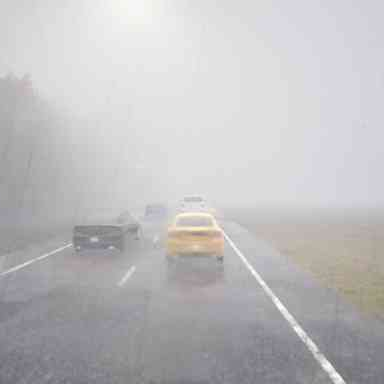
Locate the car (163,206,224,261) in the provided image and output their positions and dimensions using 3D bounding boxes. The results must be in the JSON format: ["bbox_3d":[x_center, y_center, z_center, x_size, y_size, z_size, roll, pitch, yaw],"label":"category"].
[{"bbox_3d":[0.096,1.511,12.503,1.882,1.535,5.008,0,0,0],"label":"car"}]

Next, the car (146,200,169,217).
[{"bbox_3d":[-3.395,1.567,32.851,1.882,1.535,5.008,0,0,0],"label":"car"}]

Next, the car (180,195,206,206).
[{"bbox_3d":[0.103,1.304,30.427,2.150,2.045,5.566,0,0,0],"label":"car"}]

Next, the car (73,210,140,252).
[{"bbox_3d":[-3.404,1.515,14.076,1.882,1.535,5.008,0,0,0],"label":"car"}]
